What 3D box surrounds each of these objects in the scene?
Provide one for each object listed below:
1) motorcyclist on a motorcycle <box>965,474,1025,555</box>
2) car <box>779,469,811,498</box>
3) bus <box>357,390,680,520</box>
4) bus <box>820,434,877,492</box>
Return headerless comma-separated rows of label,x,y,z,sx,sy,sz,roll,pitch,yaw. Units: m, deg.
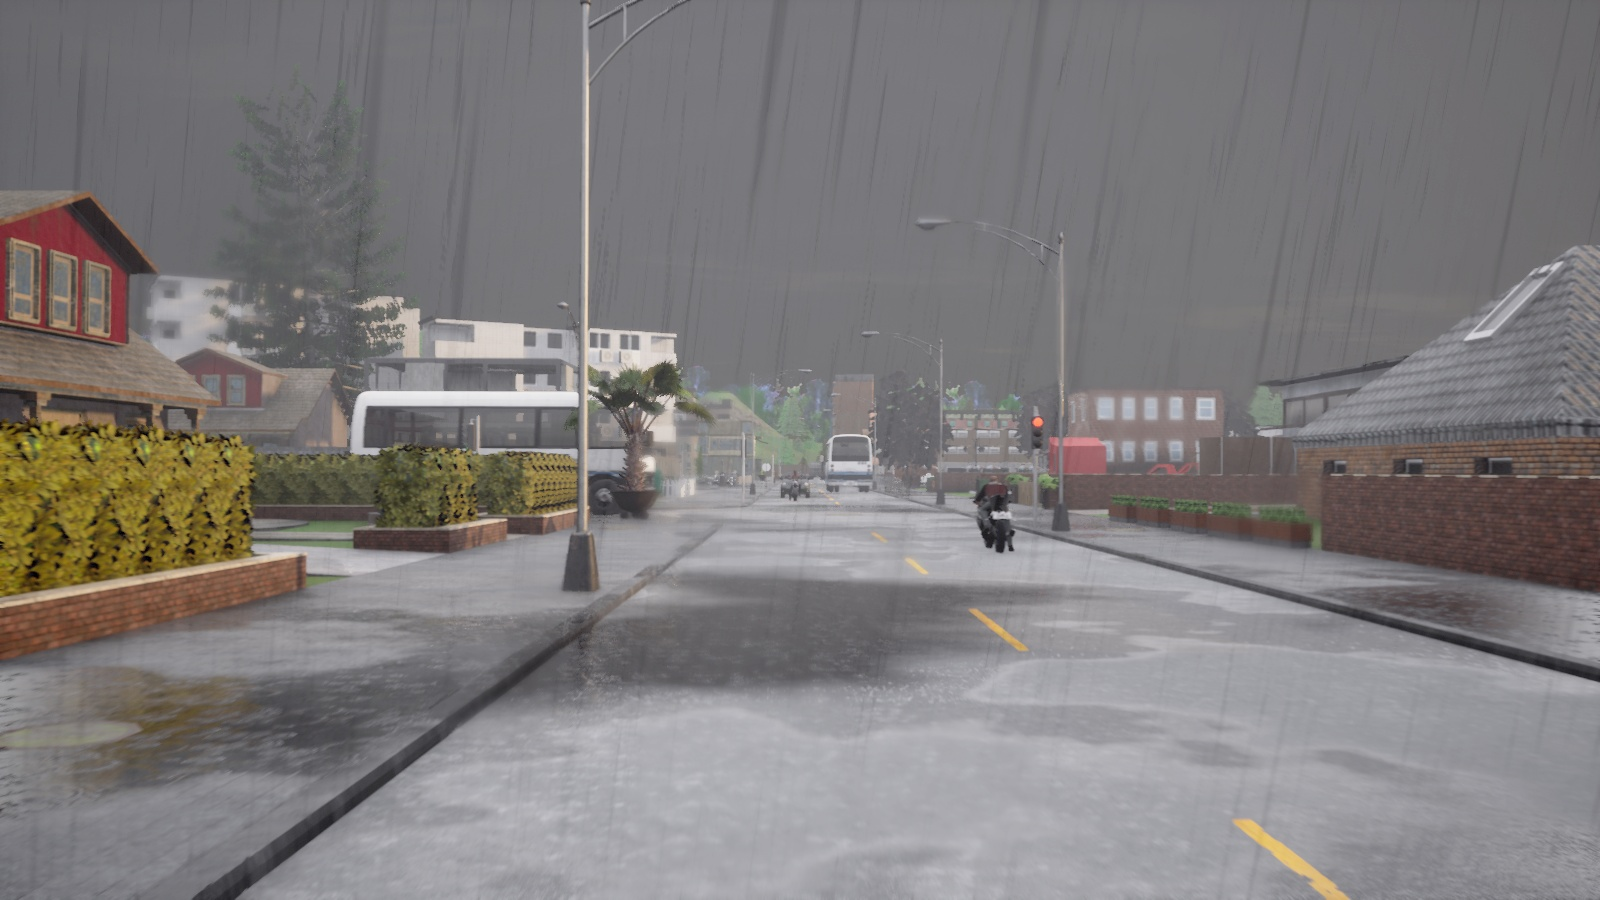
motorcyclist on a motorcycle,3.883,1.256,25.156,0.866,1.530,2.191,0,-1,1
car,-0.288,1.960,74.169,1.851,1.617,3.988,0,-1,0
bus,-9.472,0.207,43.434,10.273,4.253,3.944,0,-1,0
bus,3.622,1.049,96.759,3.944,4.253,10.273,0,-1,0
